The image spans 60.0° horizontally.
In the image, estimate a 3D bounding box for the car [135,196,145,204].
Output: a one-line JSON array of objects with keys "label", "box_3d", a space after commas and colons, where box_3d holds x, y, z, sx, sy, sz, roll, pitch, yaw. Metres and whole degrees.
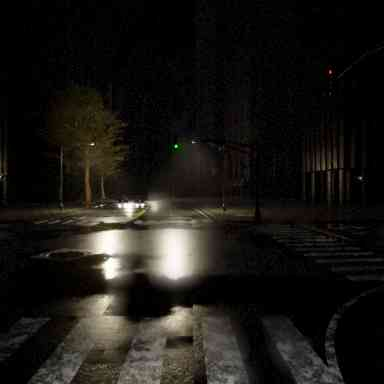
[{"label": "car", "box_3d": [-10.477, 1.538, 66.843, 2.128, 1.511, 4.902, 0, 0, -9]}]

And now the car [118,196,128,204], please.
[{"label": "car", "box_3d": [-13.689, 1.538, 66.345, 2.128, 1.511, 4.902, 0, 0, -9]}]
